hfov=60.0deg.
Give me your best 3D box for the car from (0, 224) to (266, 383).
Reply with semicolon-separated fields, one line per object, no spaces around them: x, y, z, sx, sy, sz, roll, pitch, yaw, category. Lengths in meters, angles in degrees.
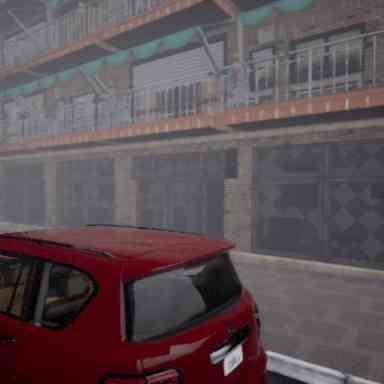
-1.642;1.320;3.837;5.009;1.841;2.192;0;1;35;car
